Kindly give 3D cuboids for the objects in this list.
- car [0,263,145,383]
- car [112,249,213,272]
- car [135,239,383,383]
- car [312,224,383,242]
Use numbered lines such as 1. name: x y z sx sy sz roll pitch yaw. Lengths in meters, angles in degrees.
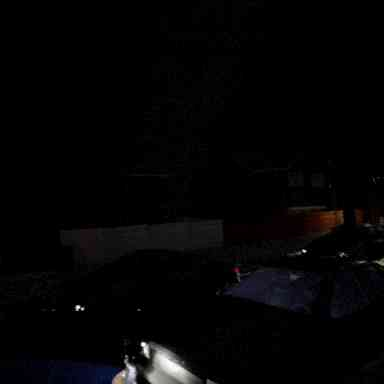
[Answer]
1. car: -3.314 1.840 3.447 5.357 1.411 2.033 -1 -3 -14
2. car: -0.869 1.949 7.071 4.181 1.385 1.994 0 -3 -38
3. car: 1.833 1.752 5.068 5.357 1.411 2.033 0 -3 -38
4. car: 6.380 1.956 12.793 5.357 1.411 2.033 0 -3 -38
